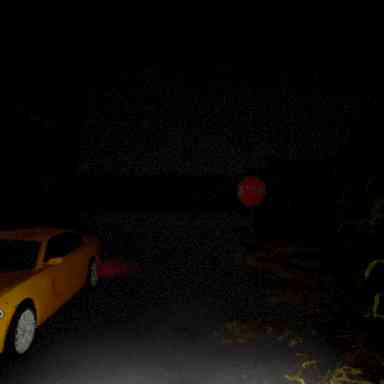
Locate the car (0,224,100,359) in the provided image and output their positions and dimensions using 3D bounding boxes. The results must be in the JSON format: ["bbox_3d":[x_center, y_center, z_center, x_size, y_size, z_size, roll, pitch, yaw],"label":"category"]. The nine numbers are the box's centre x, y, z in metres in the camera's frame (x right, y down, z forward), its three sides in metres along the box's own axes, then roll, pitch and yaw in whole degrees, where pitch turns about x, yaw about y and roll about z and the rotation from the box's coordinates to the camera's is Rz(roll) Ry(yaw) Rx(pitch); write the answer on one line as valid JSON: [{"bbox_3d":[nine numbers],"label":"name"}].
[{"bbox_3d":[-3.170,1.445,6.133,1.882,1.535,5.008,0,0,0],"label":"car"}]
